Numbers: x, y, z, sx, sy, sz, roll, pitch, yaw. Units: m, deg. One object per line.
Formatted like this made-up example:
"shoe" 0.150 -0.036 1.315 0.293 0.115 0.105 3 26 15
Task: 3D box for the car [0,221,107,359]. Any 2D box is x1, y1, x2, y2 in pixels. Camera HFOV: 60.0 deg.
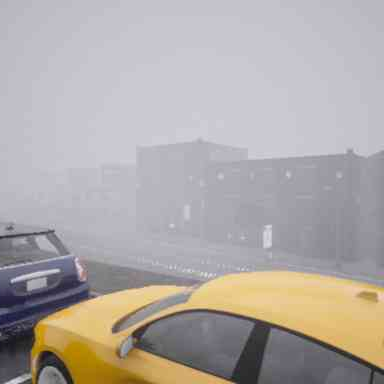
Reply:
"car" -3.972 1.334 5.982 4.553 1.767 2.185 0 0 34
